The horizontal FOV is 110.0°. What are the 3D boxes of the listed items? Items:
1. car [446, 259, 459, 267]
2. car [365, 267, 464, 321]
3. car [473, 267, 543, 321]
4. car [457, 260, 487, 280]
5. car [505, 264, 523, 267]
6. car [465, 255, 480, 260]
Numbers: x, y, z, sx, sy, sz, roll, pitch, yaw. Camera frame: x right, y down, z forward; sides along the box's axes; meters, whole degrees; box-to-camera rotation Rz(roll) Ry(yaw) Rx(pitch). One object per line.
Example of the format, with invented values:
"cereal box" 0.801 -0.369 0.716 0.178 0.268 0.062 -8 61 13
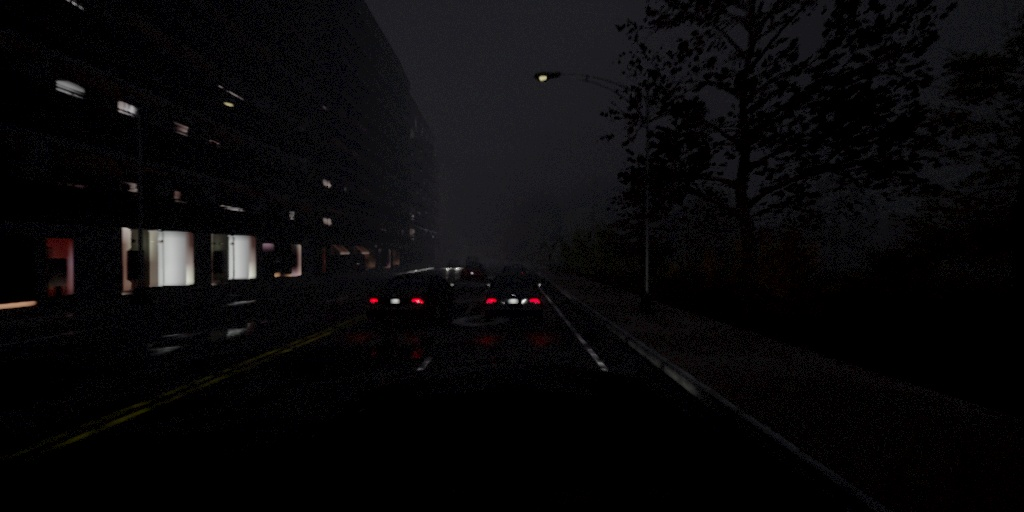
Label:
"car" -9.736 1.216 60.011 1.837 1.490 4.892 0 0 -1
"car" -3.183 1.288 12.362 2.033 1.411 5.357 0 0 1
"car" 0.066 1.288 12.367 2.033 1.411 5.357 0 0 1
"car" -3.068 1.292 29.804 1.994 1.385 4.181 0 0 1
"car" 0.168 1.329 28.887 1.895 1.301 4.718 0 0 1
"car" -6.475 0.935 58.932 2.150 2.045 5.566 0 0 0
